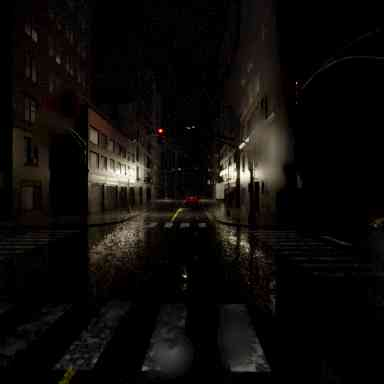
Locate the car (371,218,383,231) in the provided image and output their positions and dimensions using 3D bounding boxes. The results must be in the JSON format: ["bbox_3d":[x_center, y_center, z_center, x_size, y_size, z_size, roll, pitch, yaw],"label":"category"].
[{"bbox_3d":[12.383,1.514,18.053,4.829,1.417,1.752,0,0,0],"label":"car"}]

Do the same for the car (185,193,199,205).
[{"bbox_3d":[-0.028,1.188,58.014,2.150,2.045,5.566,0,0,0],"label":"car"}]
